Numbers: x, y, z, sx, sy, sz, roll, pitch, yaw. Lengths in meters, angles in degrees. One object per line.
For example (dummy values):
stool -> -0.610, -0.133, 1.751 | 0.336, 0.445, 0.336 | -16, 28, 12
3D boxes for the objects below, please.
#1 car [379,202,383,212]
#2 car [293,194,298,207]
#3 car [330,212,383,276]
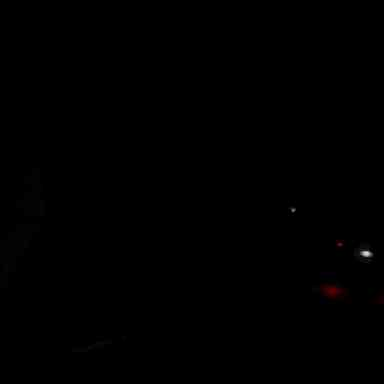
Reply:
car -> 17.953, 1.363, 29.740 | 1.837, 1.490, 4.892 | 0, 0, 30
car -> 16.140, 1.100, 47.962 | 2.150, 2.045, 5.566 | 0, 0, 30
car -> 5.679, 1.521, 9.919 | 1.994, 1.385, 4.181 | 0, 0, 40
